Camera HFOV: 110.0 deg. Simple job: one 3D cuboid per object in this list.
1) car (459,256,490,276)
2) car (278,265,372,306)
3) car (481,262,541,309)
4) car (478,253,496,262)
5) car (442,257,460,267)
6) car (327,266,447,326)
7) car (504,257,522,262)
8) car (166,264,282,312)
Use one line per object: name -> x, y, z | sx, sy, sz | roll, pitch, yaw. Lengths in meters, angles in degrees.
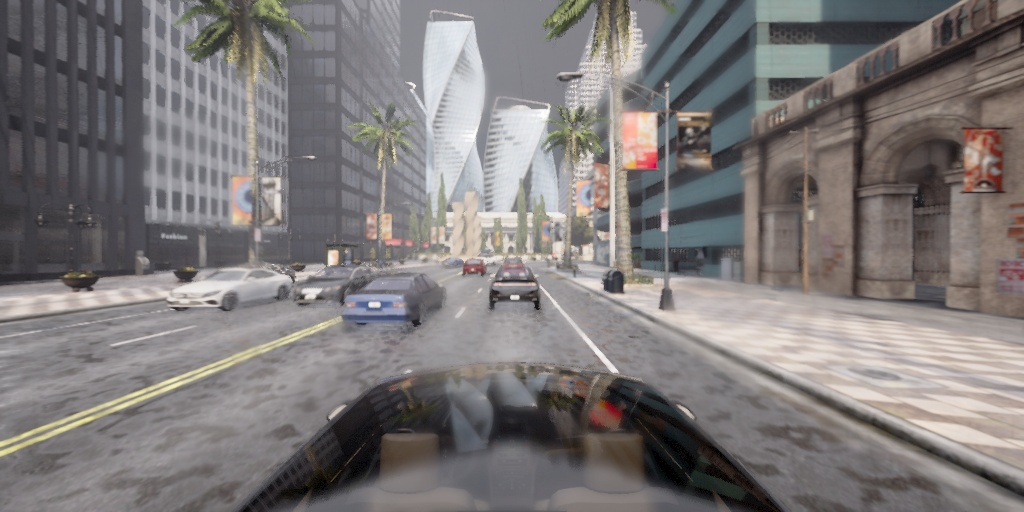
car -> -3.398, 1.009, 33.382 | 1.882, 1.535, 5.008 | 0, 0, 0
car -> -7.099, 1.149, 15.086 | 2.128, 1.511, 4.902 | 0, 0, 0
car -> 0.100, 1.154, 14.435 | 2.128, 1.511, 4.902 | 0, 0, 0
car -> -4.447, 0.582, 58.031 | 2.150, 2.045, 5.566 | 0, 1, 20
car -> -9.014, 0.909, 54.889 | 1.812, 1.442, 4.674 | 0, 0, 15
car -> -3.400, 1.231, 11.371 | 2.033, 1.411, 5.357 | 0, 0, 0
car -> 0.101, 0.896, 31.549 | 2.097, 1.767, 4.553 | 0, 0, 0
car -> -10.600, 1.191, 13.935 | 1.812, 1.442, 4.674 | 0, 0, 0
